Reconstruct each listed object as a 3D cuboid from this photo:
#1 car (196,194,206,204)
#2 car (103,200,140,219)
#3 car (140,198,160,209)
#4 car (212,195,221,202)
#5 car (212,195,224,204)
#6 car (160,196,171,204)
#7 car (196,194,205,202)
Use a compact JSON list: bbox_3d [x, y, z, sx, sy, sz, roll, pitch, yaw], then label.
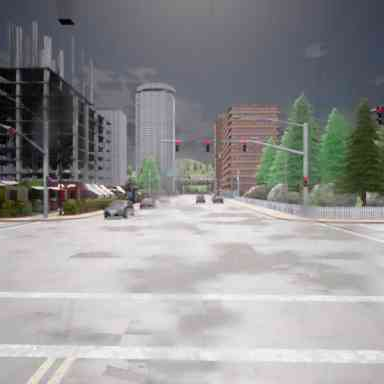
[{"bbox_3d":[1.697,1.599,65.523,1.895,1.301,4.718,0,0,1],"label":"car"},{"bbox_3d":[-6.292,1.490,29.080,2.128,1.511,4.902,0,0,2],"label":"car"},{"bbox_3d":[-5.898,1.524,45.022,1.812,1.442,4.674,0,0,1],"label":"car"},{"bbox_3d":[5.418,1.419,74.654,1.895,1.301,4.718,0,0,1],"label":"car"},{"bbox_3d":[5.203,1.524,65.757,1.812,1.442,4.674,0,0,1],"label":"car"},{"bbox_3d":[-5.356,1.523,65.026,1.812,1.442,4.674,0,0,2],"label":"car"},{"bbox_3d":[1.918,1.324,74.708,1.837,1.490,4.892,0,0,1],"label":"car"}]
